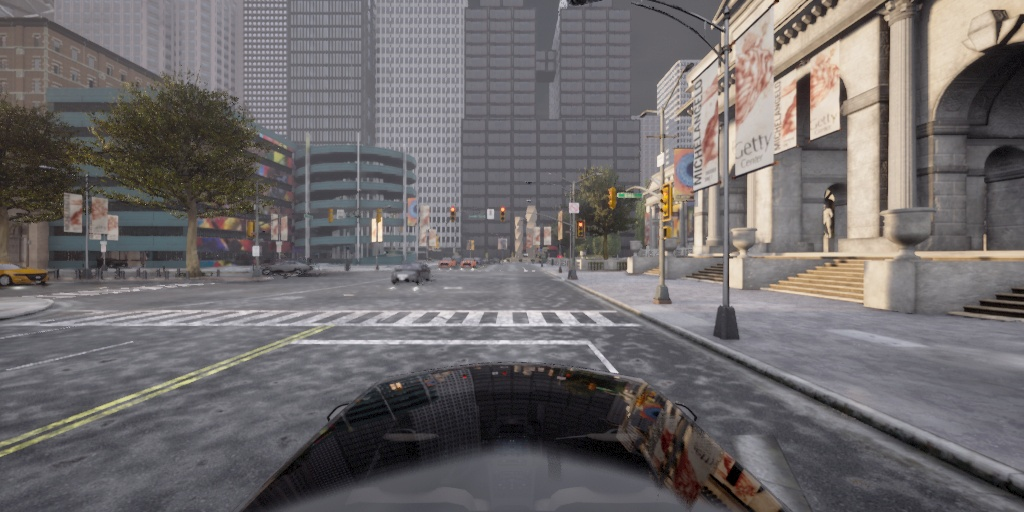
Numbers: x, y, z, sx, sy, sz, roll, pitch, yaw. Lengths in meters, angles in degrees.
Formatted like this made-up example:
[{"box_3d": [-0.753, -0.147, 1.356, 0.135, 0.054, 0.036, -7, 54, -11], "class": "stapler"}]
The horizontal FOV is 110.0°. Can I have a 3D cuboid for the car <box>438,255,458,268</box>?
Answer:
[{"box_3d": [-10.481, 1.021, 57.987, 2.097, 1.767, 4.553, 0, 0, 0], "class": "car"}]

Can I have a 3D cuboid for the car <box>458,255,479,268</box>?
[{"box_3d": [-6.981, 1.024, 57.952, 2.097, 1.767, 4.553, 0, 0, 0], "class": "car"}]

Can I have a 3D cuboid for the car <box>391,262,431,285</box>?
[{"box_3d": [-7.051, 1.203, 25.486, 2.128, 1.511, 4.902, 0, 0, 0], "class": "car"}]

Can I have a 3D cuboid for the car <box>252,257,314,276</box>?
[{"box_3d": [-22.580, 1.165, 35.854, 4.902, 1.511, 2.128, 0, 0, -11], "class": "car"}]

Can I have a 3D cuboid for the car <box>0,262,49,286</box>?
[{"box_3d": [-34.041, 1.147, 23.816, 5.008, 1.535, 1.882, 0, 0, -1], "class": "car"}]
